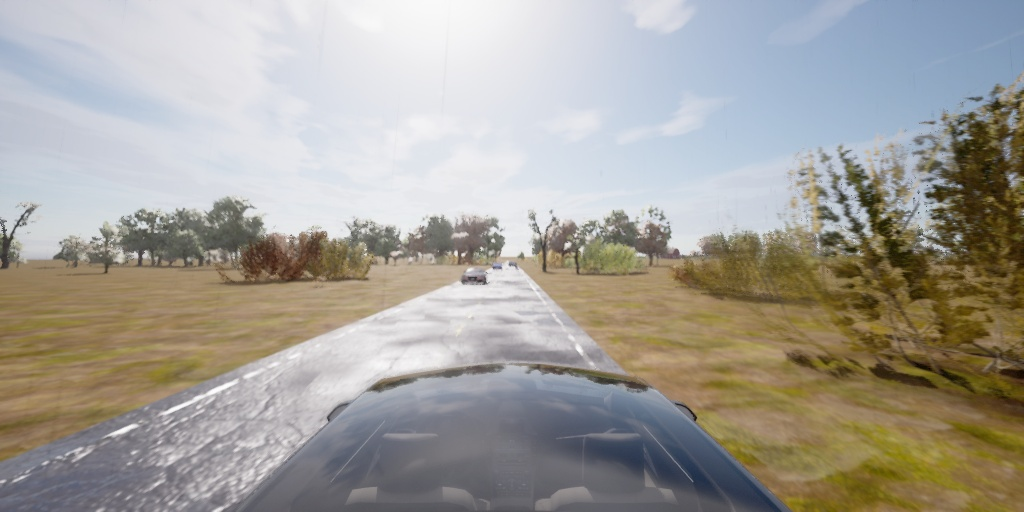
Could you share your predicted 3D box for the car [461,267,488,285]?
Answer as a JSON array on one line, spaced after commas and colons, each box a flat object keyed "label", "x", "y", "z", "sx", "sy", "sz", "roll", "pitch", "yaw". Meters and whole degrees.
[{"label": "car", "x": -3.074, "y": 1.646, "z": 30.051, "sx": 1.994, "sy": 1.385, "sz": 4.181, "roll": 0, "pitch": -1, "yaw": 0}]
